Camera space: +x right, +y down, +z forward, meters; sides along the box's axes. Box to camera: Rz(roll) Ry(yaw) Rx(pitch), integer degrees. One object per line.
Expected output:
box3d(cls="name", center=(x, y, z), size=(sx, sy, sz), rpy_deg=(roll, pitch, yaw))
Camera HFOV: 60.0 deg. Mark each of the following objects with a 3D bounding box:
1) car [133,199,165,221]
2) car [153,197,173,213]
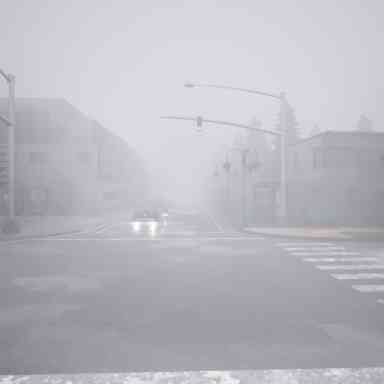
box3d(cls="car", center=(-3.598, 1.564, 27.335), size=(1.994, 1.385, 4.181), rpy_deg=(0, 0, 0))
box3d(cls="car", center=(-3.596, 1.351, 36.622), size=(2.097, 1.767, 4.553), rpy_deg=(0, 0, 0))
